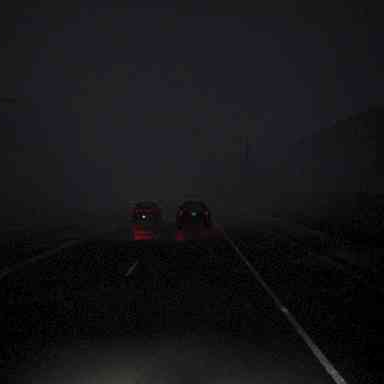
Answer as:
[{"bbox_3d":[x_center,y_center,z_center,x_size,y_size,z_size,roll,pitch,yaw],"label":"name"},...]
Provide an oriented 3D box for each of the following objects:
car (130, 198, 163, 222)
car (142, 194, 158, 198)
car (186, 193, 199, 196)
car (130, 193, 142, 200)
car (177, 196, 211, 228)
[{"bbox_3d":[-3.402,1.503,25.987,1.837,1.490,4.892,0,0,0],"label":"car"},{"bbox_3d":[-10.506,1.547,83.447,1.994,1.385,4.181,0,0,0],"label":"car"},{"bbox_3d":[0.090,1.218,46.632,2.150,2.045,5.566,0,0,0],"label":"car"},{"bbox_3d":[-14.006,1.219,83.417,2.150,2.045,5.566,0,0,0],"label":"car"},{"bbox_3d":[0.098,1.350,22.075,2.097,1.767,4.553,0,0,0],"label":"car"}]
